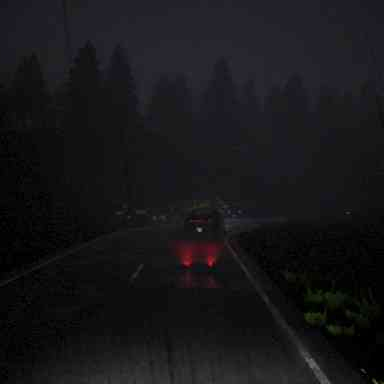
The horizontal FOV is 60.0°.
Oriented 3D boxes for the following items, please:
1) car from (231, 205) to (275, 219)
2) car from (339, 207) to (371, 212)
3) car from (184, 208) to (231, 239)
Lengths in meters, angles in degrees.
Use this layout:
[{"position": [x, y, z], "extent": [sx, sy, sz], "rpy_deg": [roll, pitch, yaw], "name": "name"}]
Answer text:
[{"position": [5.564, 1.880, 31.367], "extent": [4.718, 1.301, 1.895], "rpy_deg": [0, -1, -36], "name": "car"}, {"position": [16.401, 2.168, 32.128], "extent": [4.674, 1.442, 1.812], "rpy_deg": [3, -2, -11], "name": "car"}, {"position": [0.821, 1.661, 18.651], "extent": [2.128, 1.511, 4.902], "rpy_deg": [0, 0, 10], "name": "car"}]
